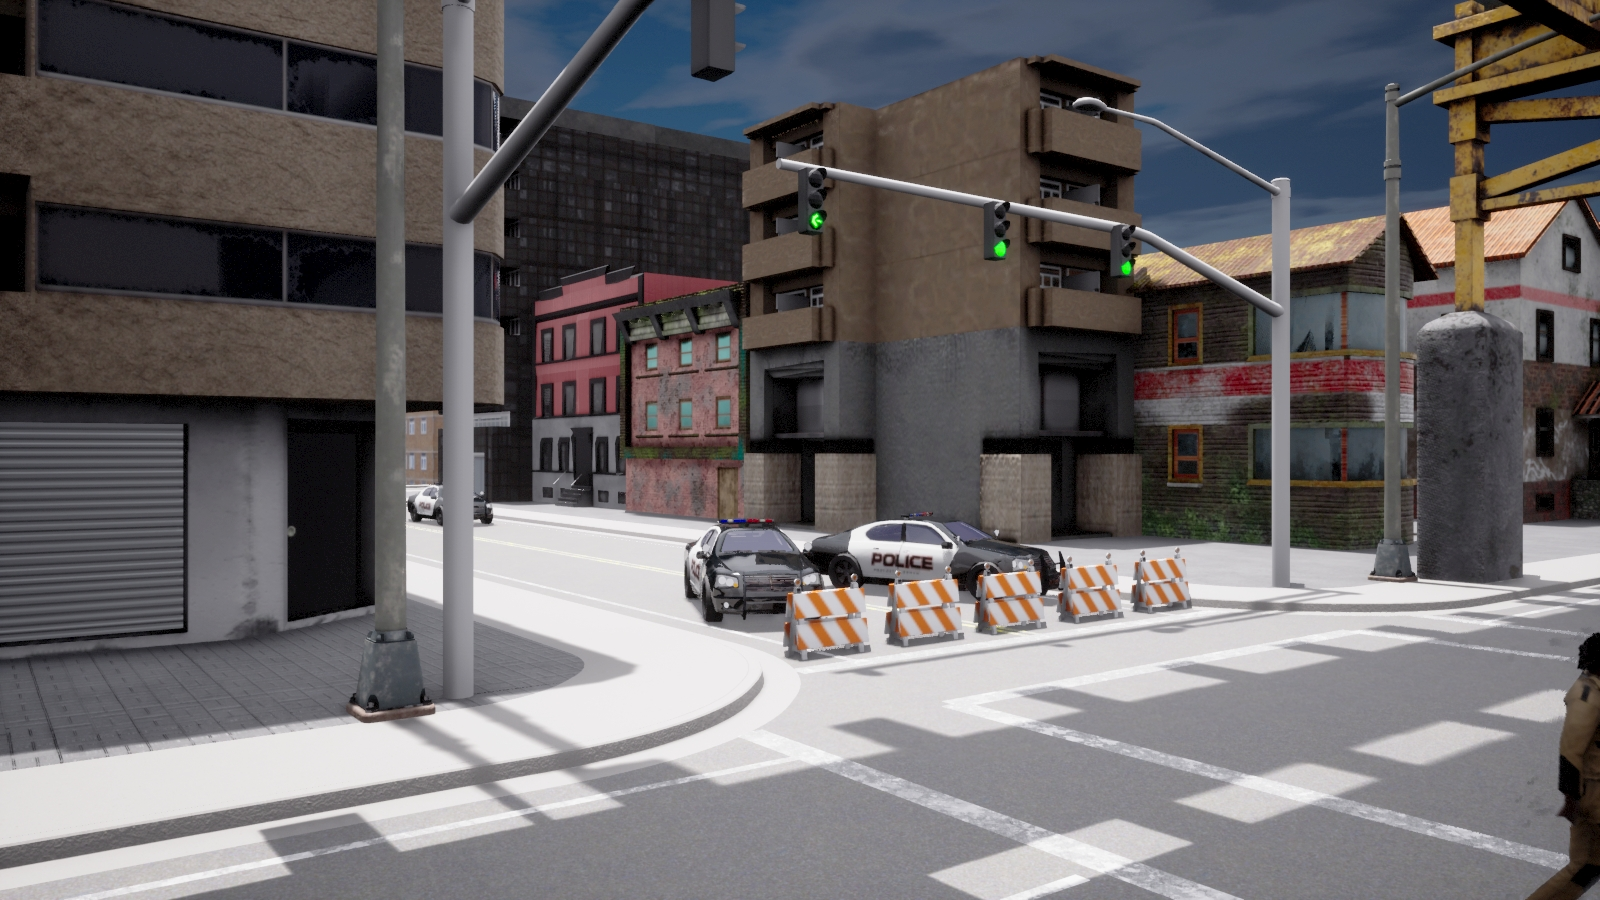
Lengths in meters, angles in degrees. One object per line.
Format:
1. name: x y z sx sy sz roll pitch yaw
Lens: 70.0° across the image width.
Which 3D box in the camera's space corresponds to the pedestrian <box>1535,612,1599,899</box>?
1. pedestrian: 4.248 1.848 6.232 0.375 1.860 0.375 0 0 37
